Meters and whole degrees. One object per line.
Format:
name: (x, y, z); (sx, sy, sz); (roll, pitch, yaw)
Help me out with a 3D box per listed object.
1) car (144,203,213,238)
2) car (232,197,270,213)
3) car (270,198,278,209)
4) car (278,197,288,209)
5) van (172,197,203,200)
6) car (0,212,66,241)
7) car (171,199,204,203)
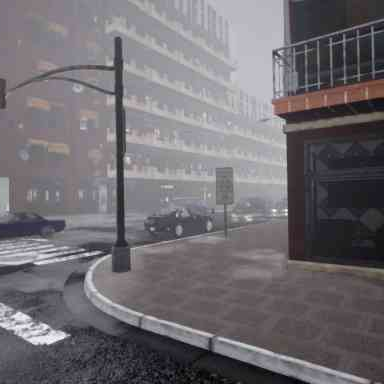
car: (-0.524, 1.435, 16.821); (2.008, 1.369, 4.403); (-1, -1, 36)
car: (6.075, 1.308, 35.349); (2.097, 1.767, 4.553); (-1, -1, 35)
car: (9.284, 1.430, 44.053); (1.967, 1.590, 4.097); (-1, -1, 36)
car: (12.686, 1.411, 44.481); (1.882, 1.535, 5.008); (-1, -1, 36)
van: (-0.448, 1.365, 30.466); (1.690, 1.788, 3.998); (-1, -1, 36)
car: (-8.345, 1.614, 15.173); (1.895, 1.301, 4.718); (-1, -1, 36)
car: (-0.834, 1.528, 25.686); (2.033, 1.411, 5.357); (-1, -1, 36)
